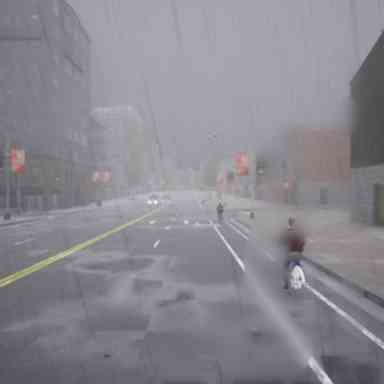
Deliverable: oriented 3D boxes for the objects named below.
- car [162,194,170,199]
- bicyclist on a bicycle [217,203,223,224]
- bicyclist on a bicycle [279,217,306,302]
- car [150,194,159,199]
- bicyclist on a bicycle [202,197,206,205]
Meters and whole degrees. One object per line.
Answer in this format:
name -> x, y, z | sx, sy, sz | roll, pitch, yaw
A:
car -> -6.579, 1.100, 86.379 | 2.033, 1.411, 5.357 | 0, 1, 0
bicyclist on a bicycle -> 2.227, 1.685, 26.255 | 0.582, 1.620, 1.656 | 0, -1, 0
bicyclist on a bicycle -> 2.244, 1.451, 7.603 | 0.659, 1.776, 1.843 | 0, 0, 0
car -> -9.829, 1.155, 86.346 | 1.895, 1.301, 4.718 | 0, 1, 0
bicyclist on a bicycle -> 2.199, 1.704, 60.778 | 0.866, 1.612, 1.509 | 0, 0, 0
